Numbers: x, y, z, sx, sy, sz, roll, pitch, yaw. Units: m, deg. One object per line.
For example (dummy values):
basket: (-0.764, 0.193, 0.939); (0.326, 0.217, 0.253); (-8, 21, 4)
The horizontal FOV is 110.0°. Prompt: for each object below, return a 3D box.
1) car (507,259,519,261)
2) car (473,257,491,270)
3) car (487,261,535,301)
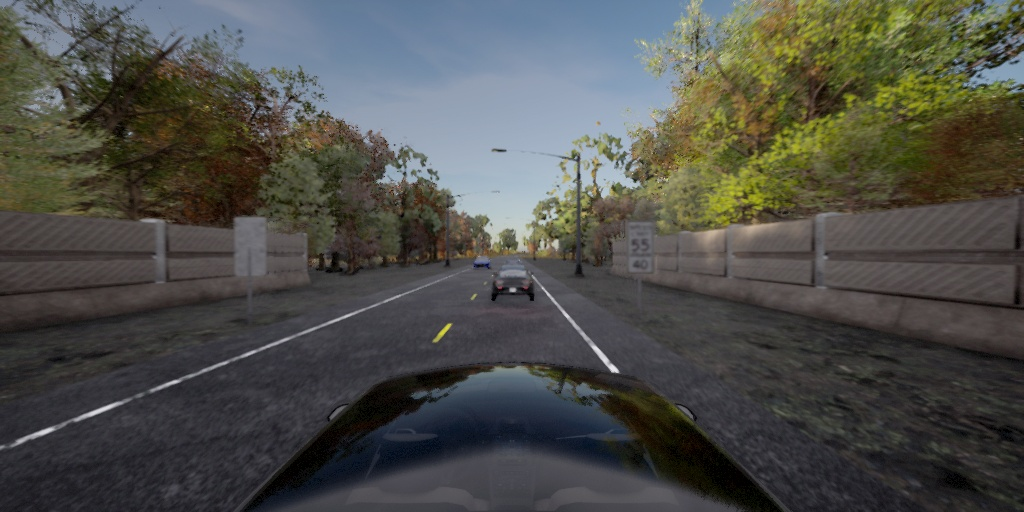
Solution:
car: (0.104, 1.002, 34.672); (1.994, 1.385, 4.181); (0, 1, 0)
car: (-3.541, 0.825, 43.312); (1.882, 1.535, 5.008); (0, 0, 0)
car: (0.058, 1.143, 16.440); (1.812, 1.442, 4.674); (0, 1, 1)
